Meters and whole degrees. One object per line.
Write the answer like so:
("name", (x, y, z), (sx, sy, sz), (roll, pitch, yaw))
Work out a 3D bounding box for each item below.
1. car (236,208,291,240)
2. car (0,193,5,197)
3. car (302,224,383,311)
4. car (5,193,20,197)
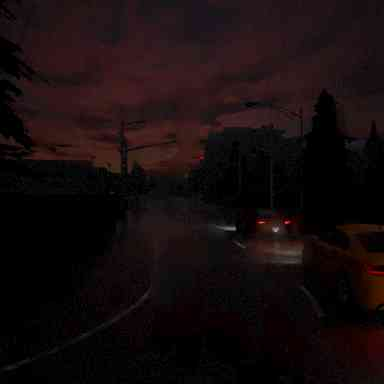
("car", (3.552, 1.526, 17.079), (1.812, 1.442, 4.674), (0, 0, -5))
("car", (-41.194, 1.077, 72.277), (1.905, 1.878, 3.866), (0, 0, -5))
("car", (4.003, 1.478, 7.765), (1.882, 1.535, 5.008), (0, 0, 6))
("car", (-38.337, 1.097, 72.949), (1.932, 1.855, 4.605), (0, 0, -5))
